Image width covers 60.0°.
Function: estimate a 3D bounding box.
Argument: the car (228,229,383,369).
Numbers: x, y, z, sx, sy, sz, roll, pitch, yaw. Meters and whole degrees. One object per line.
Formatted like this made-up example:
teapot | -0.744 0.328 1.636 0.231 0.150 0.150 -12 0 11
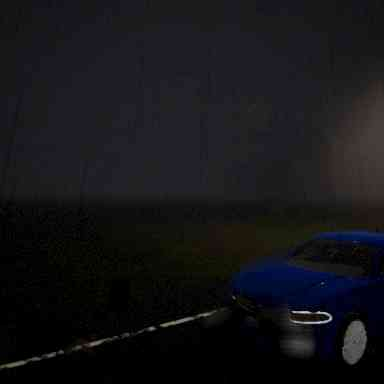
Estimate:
car | 2.872 1.476 5.894 5.008 1.535 1.882 0 0 -35
